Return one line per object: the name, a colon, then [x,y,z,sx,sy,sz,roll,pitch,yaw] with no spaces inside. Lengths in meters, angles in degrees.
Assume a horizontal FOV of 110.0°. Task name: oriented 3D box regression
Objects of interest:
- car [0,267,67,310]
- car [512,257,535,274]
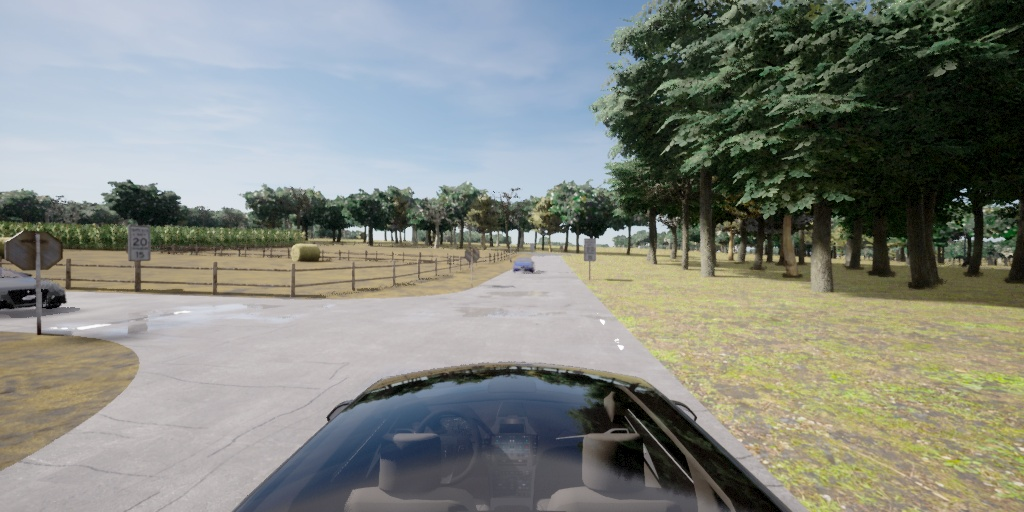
car: [-16.002,0.990,10.659,4.181,1.385,1.994,1,1,7]
car: [1.155,0.870,33.550,1.812,1.442,4.674,0,1,6]
